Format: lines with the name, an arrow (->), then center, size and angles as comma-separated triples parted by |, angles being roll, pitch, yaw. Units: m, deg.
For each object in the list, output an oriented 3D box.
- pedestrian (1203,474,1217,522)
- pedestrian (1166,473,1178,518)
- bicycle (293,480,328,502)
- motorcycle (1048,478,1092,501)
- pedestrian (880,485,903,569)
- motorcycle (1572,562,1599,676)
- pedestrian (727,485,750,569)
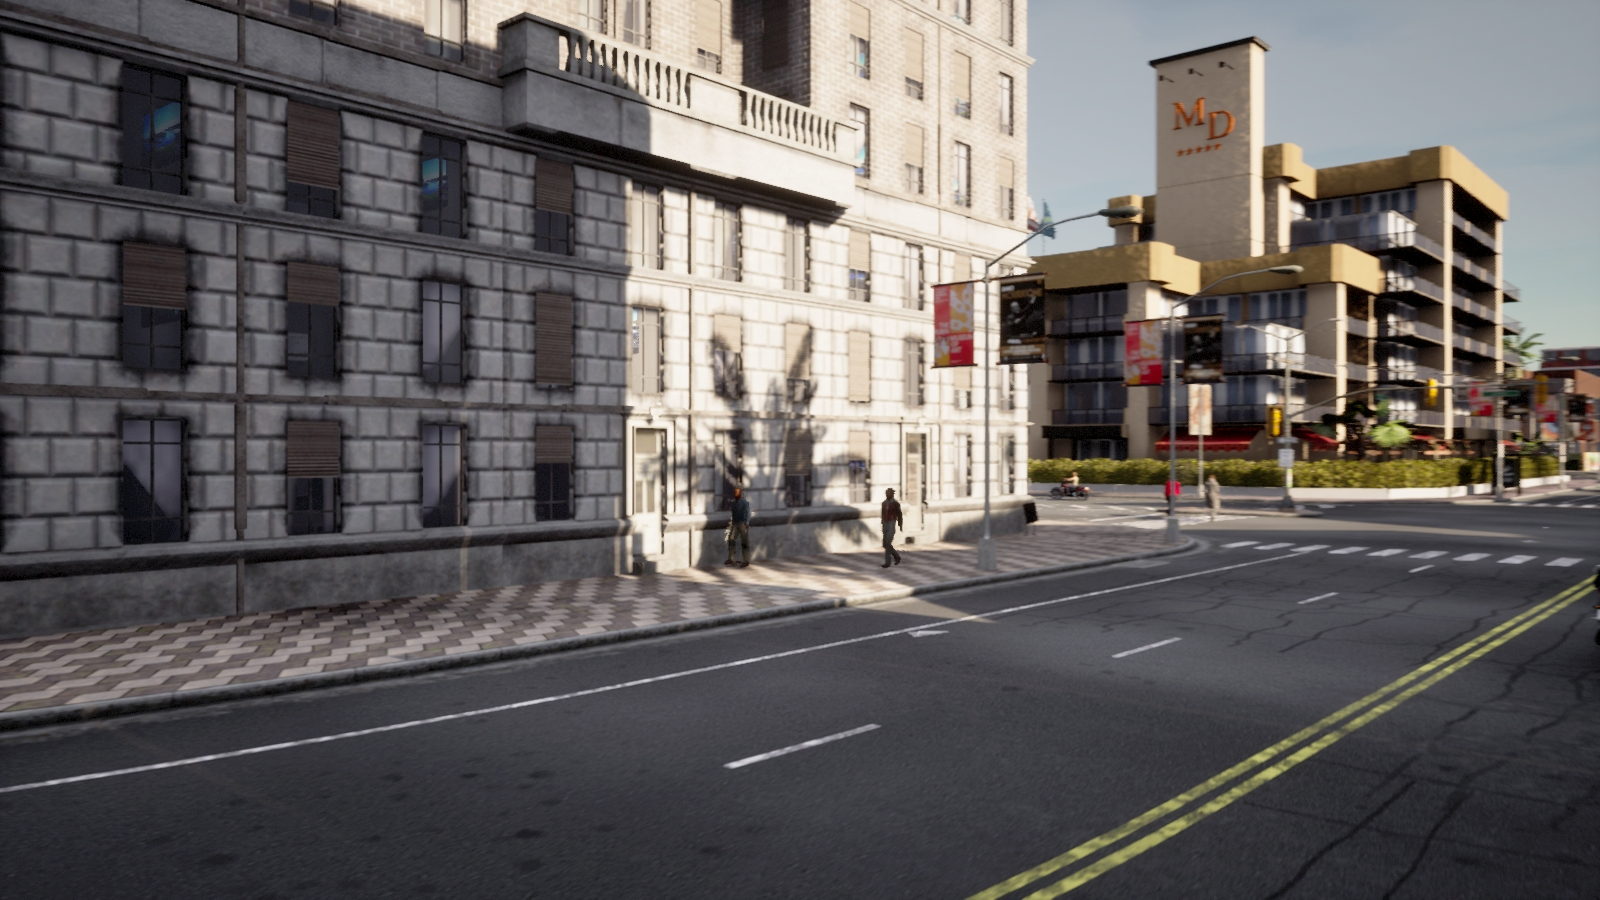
pedestrian -> 16.152, 1.887, 45.002 | 0.375, 1.860, 0.375 | 0, 0, 42
pedestrian -> 15.595, 1.890, 47.932 | 0.375, 1.860, 0.375 | 0, 0, 41
bicycle -> -27.638, 2.306, 64.477 | 0.329, 1.171, 1.835 | -1, 0, 43
motorcycle -> 15.273, 2.231, 64.683 | 2.356, 1.277, 0.764 | 0, 0, 43
pedestrian -> 2.069, 1.724, 25.837 | 0.375, 1.860, 0.375 | 0, 0, 42
motorcycle -> 10.914, 2.214, 15.088 | 0.867, 1.251, 2.209 | 0, 0, 42
pedestrian -> -1.383, 1.727, 25.696 | 0.375, 1.860, 0.375 | 0, 0, 39
